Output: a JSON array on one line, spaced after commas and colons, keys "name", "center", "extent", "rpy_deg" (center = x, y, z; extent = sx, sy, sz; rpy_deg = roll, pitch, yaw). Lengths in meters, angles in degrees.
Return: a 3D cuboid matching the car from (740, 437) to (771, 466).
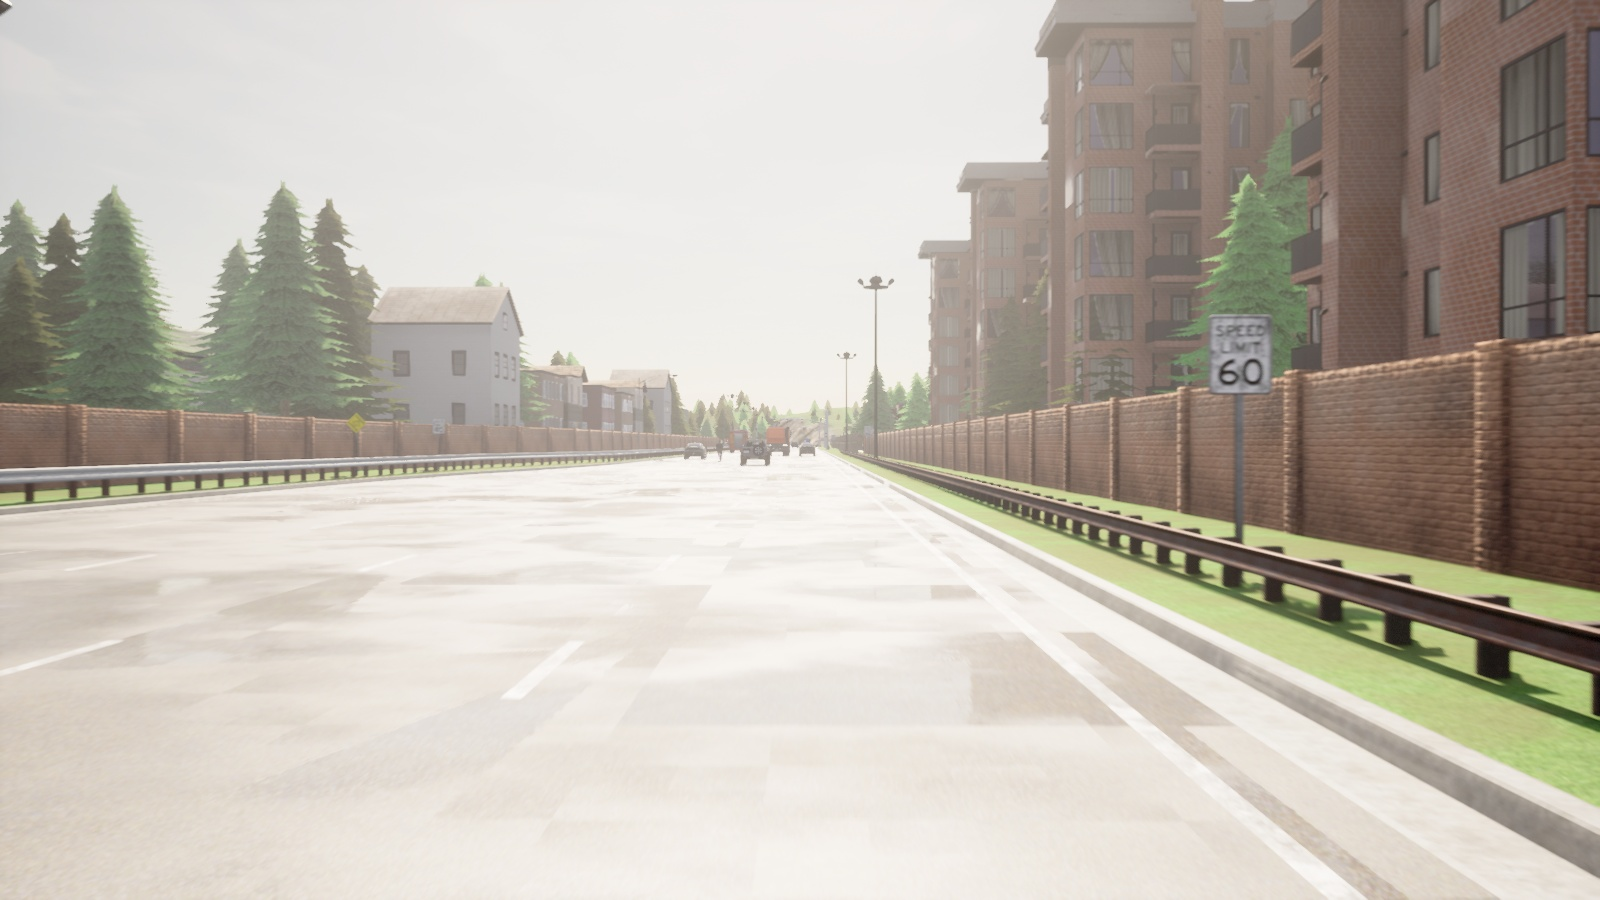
[{"name": "car", "center": [-3.001, 0.083, 85.209], "extent": [1.932, 1.855, 4.605], "rpy_deg": [0, 0, 0]}]
